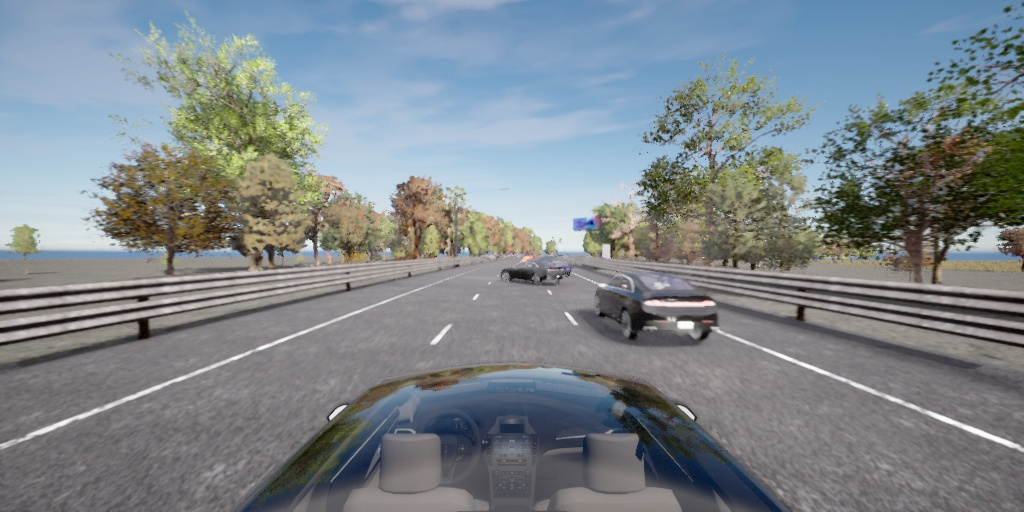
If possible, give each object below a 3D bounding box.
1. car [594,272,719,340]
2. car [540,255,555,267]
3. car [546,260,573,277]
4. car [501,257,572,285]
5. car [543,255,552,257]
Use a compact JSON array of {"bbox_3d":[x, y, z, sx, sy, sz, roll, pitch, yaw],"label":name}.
[{"bbox_3d":[3.531,1.167,9.668,2.128,1.511,4.902,0,1,1],"label":"car"},{"bbox_3d":[5.181,0.701,53.140,2.033,1.649,4.856,0,1,4],"label":"car"},{"bbox_3d":[4.053,1.066,31.447,1.895,1.301,4.718,0,1,2],"label":"car"},{"bbox_3d":[1.243,1.026,23.585,2.128,1.511,4.902,0,1,-40],"label":"car"},{"bbox_3d":[4.540,0.871,42.282,1.837,1.490,4.892,0,1,3],"label":"car"}]
